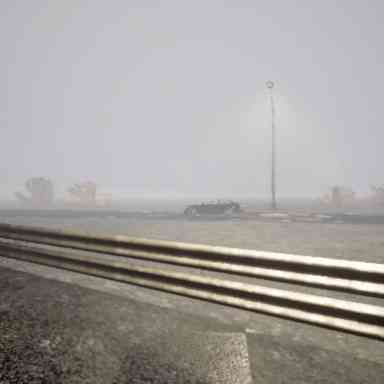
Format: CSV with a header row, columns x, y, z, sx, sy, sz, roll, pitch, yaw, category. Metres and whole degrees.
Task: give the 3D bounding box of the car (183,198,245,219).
x,y,z,sx,sy,sz,roll,pitch,yaw,category
1.723,1.248,26.257,4.902,1.511,2.128,0,0,16,car
